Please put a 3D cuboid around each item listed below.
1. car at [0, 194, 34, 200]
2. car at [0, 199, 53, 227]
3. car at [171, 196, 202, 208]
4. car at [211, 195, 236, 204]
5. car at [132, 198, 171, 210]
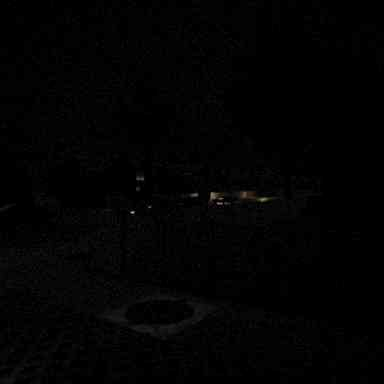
[{"bbox_3d":[-13.689,1.147,23.266,2.150,2.045,5.566,0,0,35],"label":"car"},{"bbox_3d":[-11.227,1.434,21.103,1.812,1.442,4.674,0,0,35],"label":"car"},{"bbox_3d":[-0.627,1.279,37.441,1.837,1.490,4.892,0,1,33],"label":"car"},{"bbox_3d":[5.046,1.187,51.998,2.033,1.411,5.357,0,1,33],"label":"car"},{"bbox_3d":[-4.696,1.382,37.146,1.994,1.385,4.181,0,0,33],"label":"car"}]
